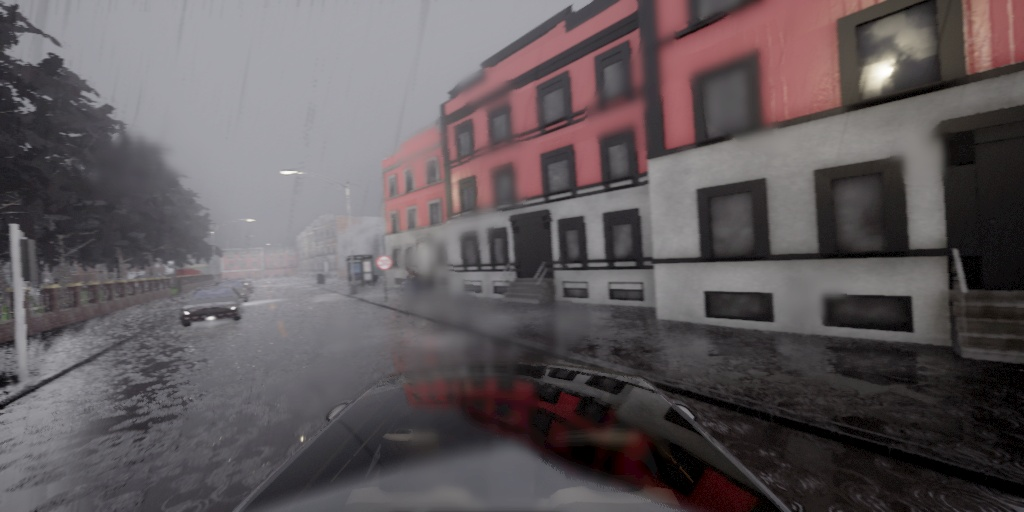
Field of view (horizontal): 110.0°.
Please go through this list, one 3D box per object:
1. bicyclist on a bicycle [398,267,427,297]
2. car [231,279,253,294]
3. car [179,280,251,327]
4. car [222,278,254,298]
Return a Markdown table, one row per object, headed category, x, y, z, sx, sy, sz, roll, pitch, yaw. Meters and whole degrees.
| category | x | y | z | sx | sy | sz | roll | pitch | yaw |
| --- | --- | --- | --- | --- | --- | --- | --- | --- | --- |
| bicyclist on a bicycle | -5.456 | 1.391 | 19.640 | 1.656 | 1.620 | 0.582 | -4 | 0 | -35 |
| car | -18.722 | 2.393 | 23.957 | 2.033 | 1.411 | 5.357 | -4 | 0 | -35 |
| car | -12.941 | 2.057 | 15.722 | 2.033 | 1.411 | 5.357 | -4 | 0 | -35 |
| car | -24.040 | 2.718 | 31.577 | 1.994 | 1.385 | 4.181 | -4 | 0 | -35 |
